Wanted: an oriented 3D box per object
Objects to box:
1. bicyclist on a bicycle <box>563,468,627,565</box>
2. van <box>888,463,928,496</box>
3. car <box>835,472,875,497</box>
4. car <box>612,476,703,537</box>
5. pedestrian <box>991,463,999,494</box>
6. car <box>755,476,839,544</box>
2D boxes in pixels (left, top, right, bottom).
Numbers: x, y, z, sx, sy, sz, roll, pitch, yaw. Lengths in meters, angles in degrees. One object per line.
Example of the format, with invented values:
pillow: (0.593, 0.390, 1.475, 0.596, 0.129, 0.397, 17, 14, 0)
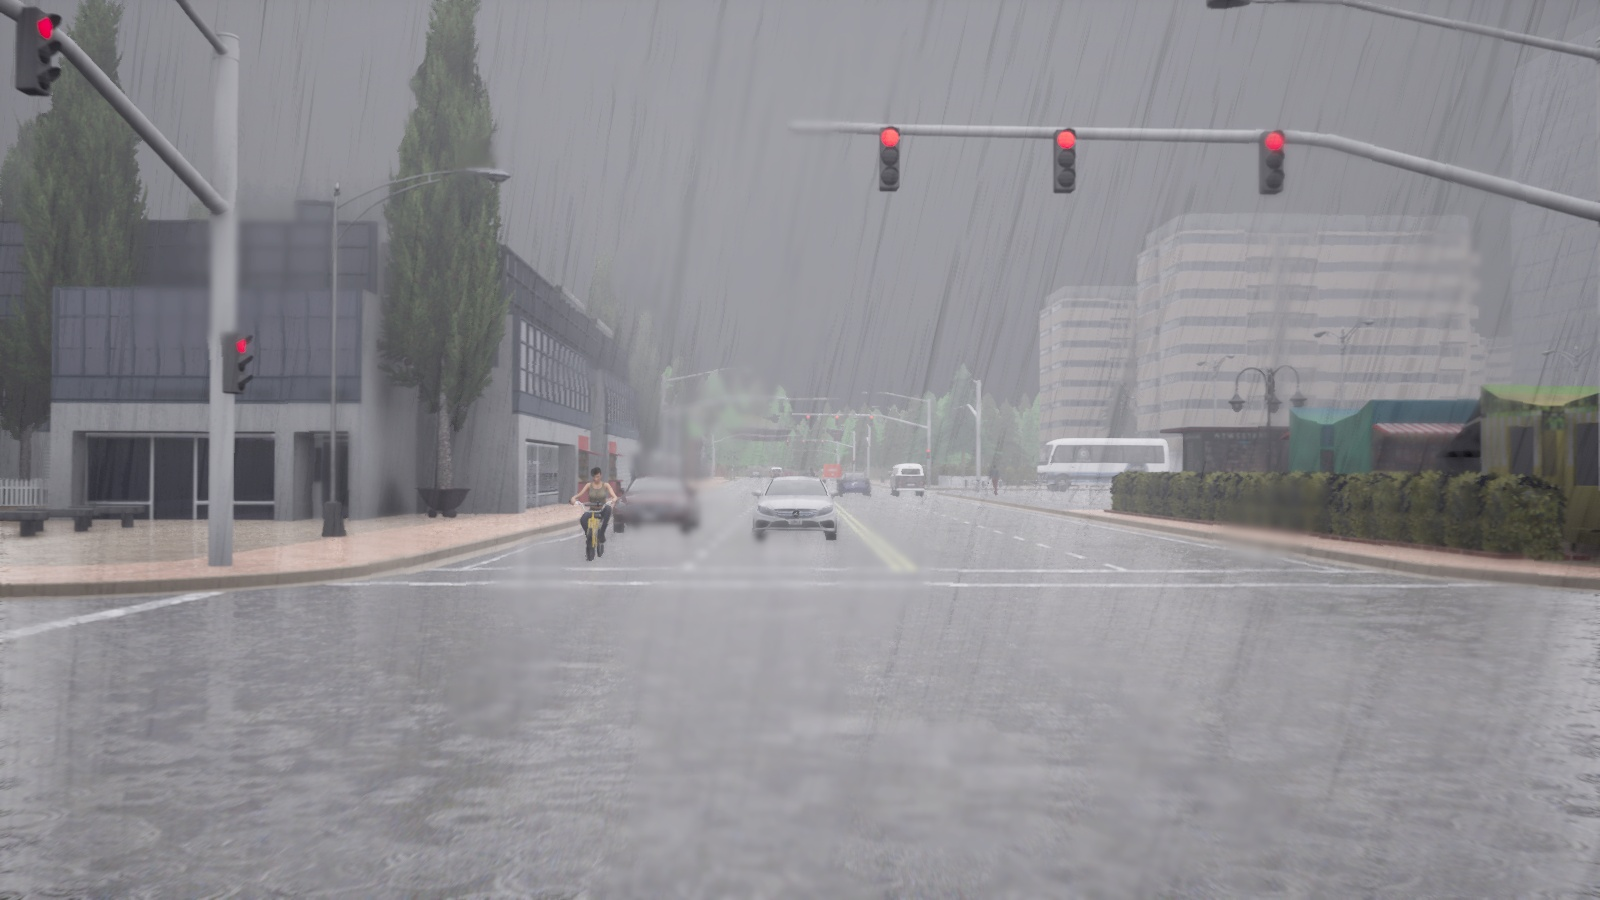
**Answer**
bicyclist on a bicycle: (-3.550, 1.132, 21.881, 0.866, 1.612, 1.509, 0, -1, 0)
van: (6.759, 1.832, 78.912, 2.069, 2.038, 4.480, 0, -1, -1)
car: (3.294, 2.077, 76.233, 2.163, 1.488, 4.792, 0, -1, -1)
car: (-3.579, 1.394, 32.193, 1.812, 1.442, 4.674, 0, -1, 0)
pedestrian: (11.637, 1.682, 74.972, 0.353, 1.847, 0.614, 0, -1, -3)
car: (-0.071, 1.331, 29.274, 1.812, 1.442, 4.674, 0, -1, 0)
